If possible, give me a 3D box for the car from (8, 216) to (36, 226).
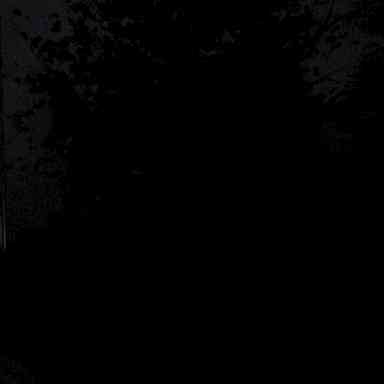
[{"bbox_3d":[-24.498,4.074,45.967,2.033,1.411,5.357,-5,-4,33],"label":"car"}]
